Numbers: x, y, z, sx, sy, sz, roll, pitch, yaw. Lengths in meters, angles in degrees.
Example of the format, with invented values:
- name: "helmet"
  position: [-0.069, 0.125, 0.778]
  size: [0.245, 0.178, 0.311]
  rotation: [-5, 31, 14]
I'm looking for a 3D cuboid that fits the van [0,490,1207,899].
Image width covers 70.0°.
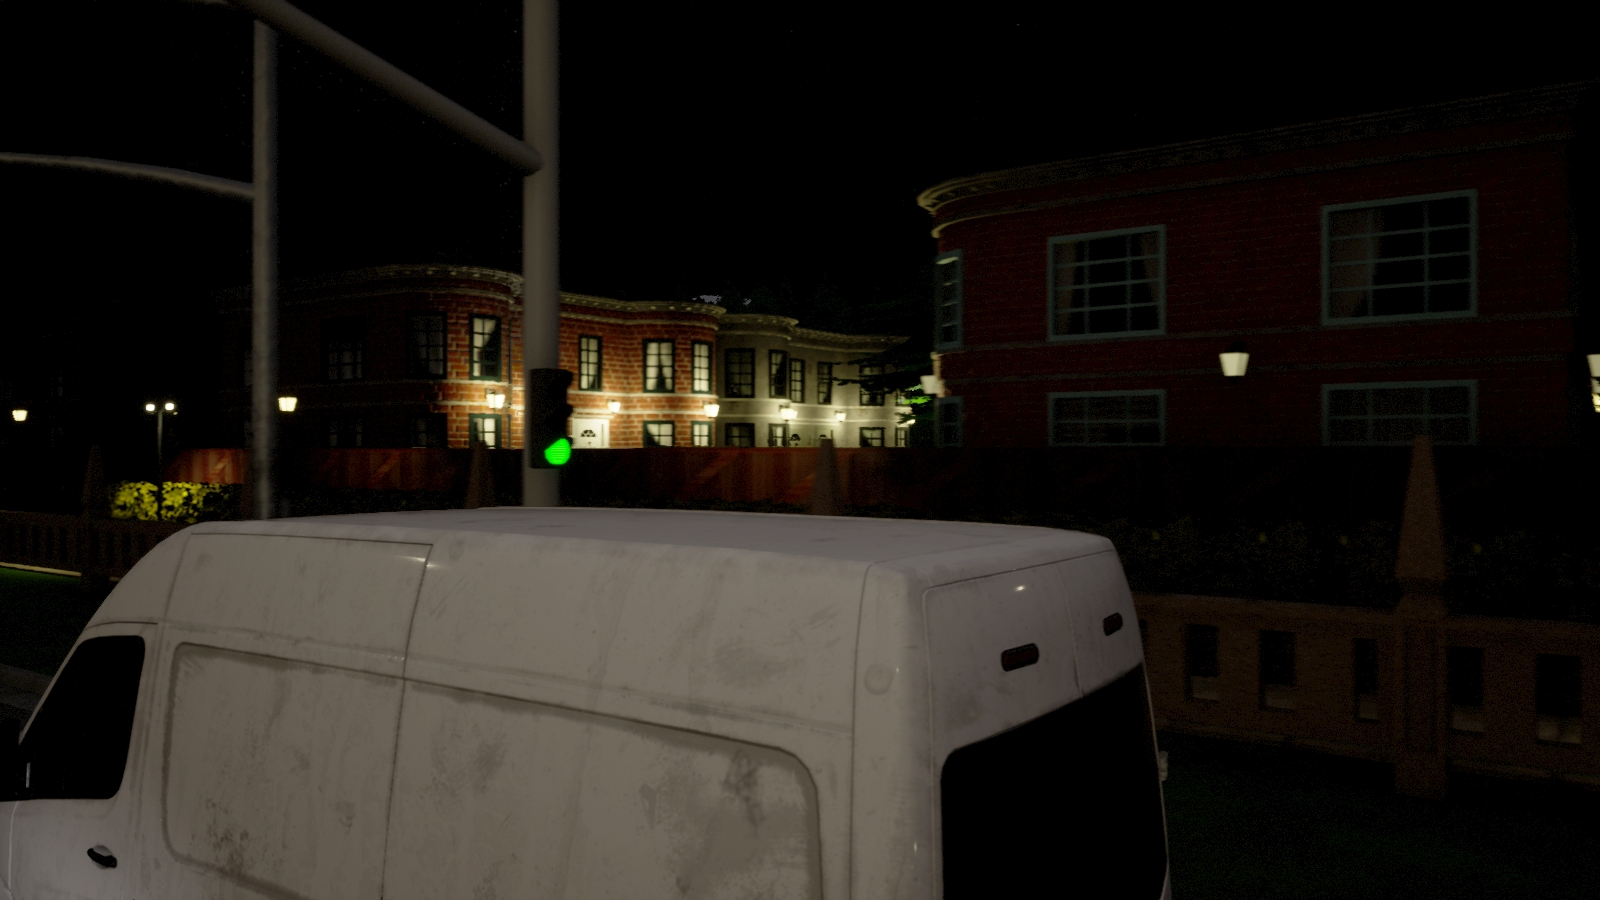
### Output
- name: "van"
  position: [-1.573, 1.538, 4.873]
  size: [5.915, 2.561, 1.988]
  rotation: [0, 0, 35]
